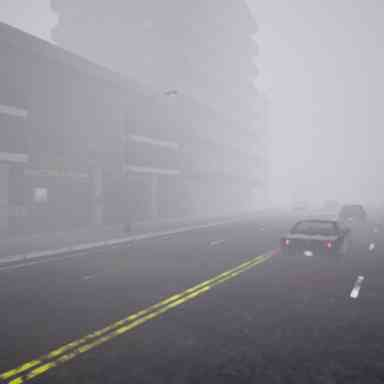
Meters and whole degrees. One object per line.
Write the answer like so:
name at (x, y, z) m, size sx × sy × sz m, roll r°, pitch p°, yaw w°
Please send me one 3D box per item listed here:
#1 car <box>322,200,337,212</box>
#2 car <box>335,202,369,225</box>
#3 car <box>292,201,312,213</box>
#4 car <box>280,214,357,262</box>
car at (18.932, 1.878, 45.215) m, size 1.837 × 1.490 × 4.892 m, roll -1°, pitch 0°, yaw 27°
car at (12.751, 1.717, 26.293) m, size 1.837 × 1.490 × 4.892 m, roll -1°, pitch 0°, yaw 29°
car at (14.602, 1.942, 43.808) m, size 2.033 × 1.411 × 5.357 m, roll -1°, pitch -1°, yaw 27°
car at (4.936, 1.717, 12.717) m, size 1.895 × 1.301 × 4.718 m, roll -1°, pitch -1°, yaw 31°
